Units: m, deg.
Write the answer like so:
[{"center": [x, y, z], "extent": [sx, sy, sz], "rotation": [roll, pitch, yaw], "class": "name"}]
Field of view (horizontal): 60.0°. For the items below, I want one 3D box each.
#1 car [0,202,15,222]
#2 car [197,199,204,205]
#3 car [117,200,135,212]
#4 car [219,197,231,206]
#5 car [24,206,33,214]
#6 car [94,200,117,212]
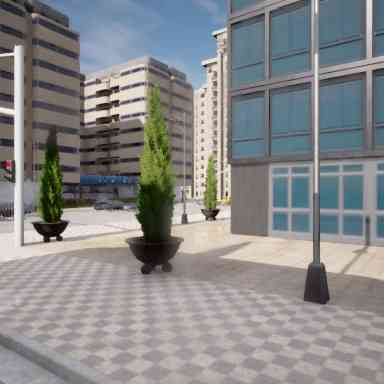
[{"center": [-16.211, 1.560, 24.923], "extent": [1.837, 1.490, 4.892], "rotation": [0, 0, 33], "class": "car"}, {"center": [2.753, 1.583, 57.836], "extent": [1.812, 1.442, 4.674], "rotation": [0, 0, 35], "class": "car"}, {"center": [-6.139, 1.581, 39.349], "extent": [1.812, 1.442, 4.674], "rotation": [0, 0, 35], "class": "car"}, {"center": [5.779, 1.541, 56.049], "extent": [1.882, 1.535, 5.008], "rotation": [0, 0, 35], "class": "car"}, {"center": [-17.215, 1.603, 29.784], "extent": [2.033, 1.411, 5.357], "rotation": [0, 0, 35], "class": "car"}, {"center": [-9.787, 1.619, 40.275], "extent": [1.994, 1.385, 4.181], "rotation": [0, 0, 35], "class": "car"}]
